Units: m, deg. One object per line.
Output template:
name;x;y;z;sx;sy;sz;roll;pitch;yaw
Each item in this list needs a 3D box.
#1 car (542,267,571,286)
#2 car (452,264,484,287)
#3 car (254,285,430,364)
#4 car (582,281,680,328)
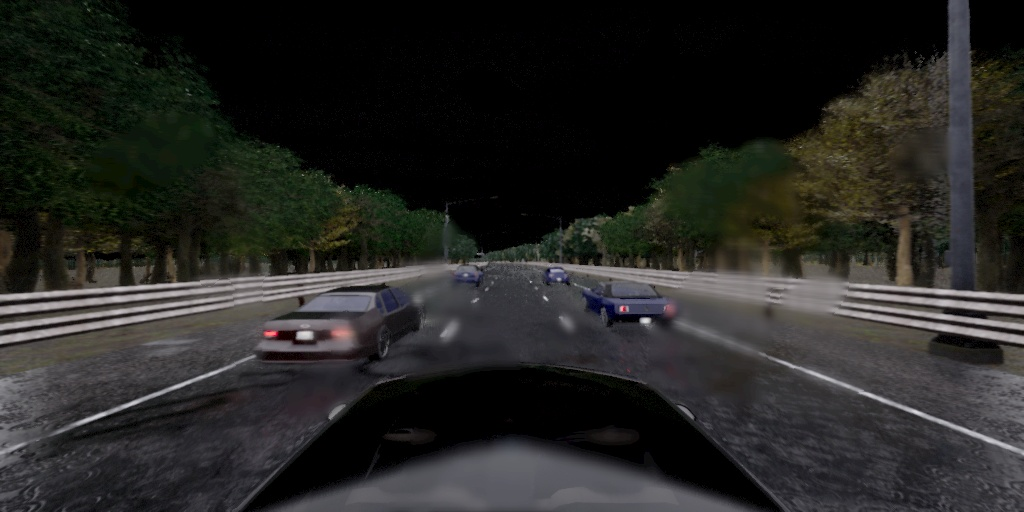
car;3.605;1.639;29.710;1.812;1.442;4.674;0;-1;0
car;-3.396;1.450;28.486;2.097;1.767;4.553;0;-1;0
car;-3.400;1.385;8.414;2.033;1.411;5.357;0;-1;0
car;3.602;1.484;11.886;1.895;1.301;4.718;0;-1;0
